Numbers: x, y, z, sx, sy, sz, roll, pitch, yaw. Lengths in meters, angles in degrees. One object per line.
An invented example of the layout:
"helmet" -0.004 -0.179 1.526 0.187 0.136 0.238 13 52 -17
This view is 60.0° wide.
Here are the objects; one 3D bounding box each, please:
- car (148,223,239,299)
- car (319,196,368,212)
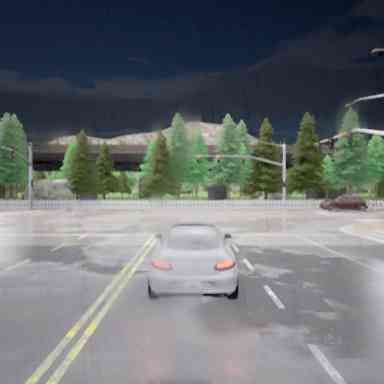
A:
"car" 0.033 1.494 8.215 1.812 1.442 4.674 0 0 0
"car" 16.017 1.163 35.354 4.553 1.767 2.097 0 0 0
